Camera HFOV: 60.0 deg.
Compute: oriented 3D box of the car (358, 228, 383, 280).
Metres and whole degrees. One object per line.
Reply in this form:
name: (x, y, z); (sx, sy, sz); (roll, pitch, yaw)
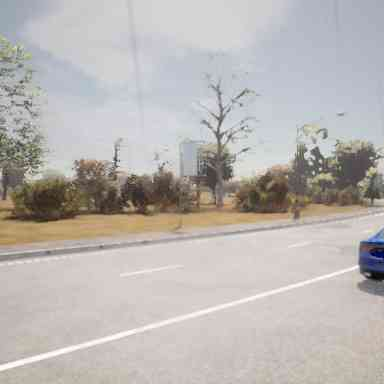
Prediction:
car: (6.293, 1.484, 8.832); (5.008, 1.535, 1.882); (0, 0, -39)
